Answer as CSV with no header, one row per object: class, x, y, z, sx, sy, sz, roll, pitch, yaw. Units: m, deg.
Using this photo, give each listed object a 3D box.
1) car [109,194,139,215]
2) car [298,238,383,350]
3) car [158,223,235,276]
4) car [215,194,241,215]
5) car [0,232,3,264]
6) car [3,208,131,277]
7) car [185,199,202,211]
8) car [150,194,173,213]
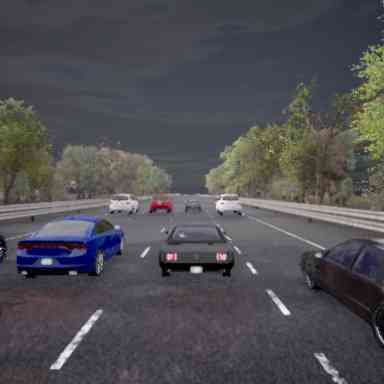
car,-6.857,1.250,34.035,2.150,2.045,5.566,0,0,0
car,3.602,1.551,6.024,2.033,1.411,5.357,0,0,0
car,0.114,1.603,10.296,1.895,1.301,4.718,0,0,0
car,3.642,1.260,33.775,2.150,2.045,5.566,0,0,0
car,-6.888,1.346,8.678,2.097,1.767,4.553,0,0,0
car,-3.387,1.476,10.236,1.882,1.535,5.008,0,0,0
car,0.150,1.541,40.533,2.128,1.511,4.902,0,0,0
car,-3.356,1.260,37.018,2.150,2.045,5.566,0,0,0
